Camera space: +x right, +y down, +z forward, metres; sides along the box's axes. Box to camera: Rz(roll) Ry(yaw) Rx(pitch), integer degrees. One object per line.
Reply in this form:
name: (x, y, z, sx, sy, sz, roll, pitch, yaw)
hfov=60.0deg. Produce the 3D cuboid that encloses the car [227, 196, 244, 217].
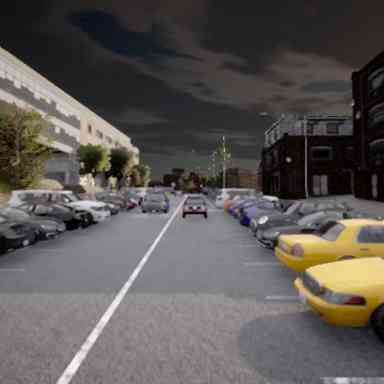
car: (4.755, 1.190, 20.180, 4.674, 1.452, 2.002, 0, 1, 0)

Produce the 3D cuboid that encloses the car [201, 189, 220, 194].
car: (5.057, -0.114, 91.751, 5.008, 1.535, 2.097, 0, 1, 0)

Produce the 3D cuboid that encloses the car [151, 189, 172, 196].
car: (-7.355, 0.103, 80.370, 4.792, 1.488, 2.163, 0, 1, 0)

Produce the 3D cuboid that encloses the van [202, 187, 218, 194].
van: (5.180, -0.366, 94.523, 4.442, 1.987, 1.878, 0, 0, 0)

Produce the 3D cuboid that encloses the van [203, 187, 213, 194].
van: (5.077, 0.051, 69.421, 4.442, 1.987, 1.878, 0, 1, 0)

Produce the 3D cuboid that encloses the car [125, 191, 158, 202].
car: (-7.449, 0.658, 49.645, 4.674, 1.452, 2.002, 0, 1, 0)

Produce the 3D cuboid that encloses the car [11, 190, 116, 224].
car: (-7.549, 0.912, 18.915, 5.566, 2.045, 2.435, 0, 1, 0)

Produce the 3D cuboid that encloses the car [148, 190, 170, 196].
car: (-7.377, 0.202, 74.782, 4.792, 1.488, 2.163, 0, 1, 0)

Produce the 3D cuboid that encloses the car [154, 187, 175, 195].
car: (-7.262, -0.326, 88.744, 5.566, 2.045, 2.435, 0, 1, 0)

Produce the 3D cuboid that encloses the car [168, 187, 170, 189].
car: (-7.350, 0.196, 66.399, 4.553, 1.767, 2.185, 0, 1, 0)

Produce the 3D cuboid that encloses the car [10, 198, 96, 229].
car: (-7.583, 1.212, 16.125, 5.008, 1.535, 2.097, 0, 1, 0)

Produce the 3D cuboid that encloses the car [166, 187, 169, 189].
car: (-7.388, 0.372, 63.610, 4.892, 1.521, 2.231, 0, 1, 0)

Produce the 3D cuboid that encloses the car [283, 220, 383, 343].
car: (4.512, 1.407, 5.490, 5.366, 1.575, 1.946, 0, 1, 0)

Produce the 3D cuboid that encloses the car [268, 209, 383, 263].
car: (4.894, 1.356, 8.427, 5.366, 1.575, 1.946, 0, 1, 0)

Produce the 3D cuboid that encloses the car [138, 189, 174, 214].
car: (-2.987, 0.872, 28.297, 2.097, 1.767, 4.553, 0, 1, 0)

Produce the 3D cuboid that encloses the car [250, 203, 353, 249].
car: (4.728, 1.305, 11.491, 4.892, 1.521, 2.231, 0, 1, 0)

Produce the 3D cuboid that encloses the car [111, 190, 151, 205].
car: (-7.455, 0.641, 41.262, 4.553, 1.767, 2.185, 0, 1, 0)

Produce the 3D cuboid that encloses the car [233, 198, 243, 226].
car: (4.775, 1.232, 17.241, 4.792, 1.488, 2.163, 0, 1, 0)

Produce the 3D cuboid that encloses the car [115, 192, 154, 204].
car: (-7.503, 0.747, 44.056, 4.792, 1.488, 2.163, 0, 1, 0)

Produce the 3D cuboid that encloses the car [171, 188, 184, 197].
car: (-2.723, 0.319, 68.914, 2.128, 1.511, 4.902, 0, 1, 0)

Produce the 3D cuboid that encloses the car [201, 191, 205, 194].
car: (0.265, 0.891, 41.393, 1.895, 1.301, 4.718, 0, 1, 0)

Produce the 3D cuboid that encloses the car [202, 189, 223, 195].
car: (5.214, -0.021, 86.043, 5.366, 1.575, 1.946, 0, 1, 0)

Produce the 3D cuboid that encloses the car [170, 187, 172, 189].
car: (-7.545, 0.219, 71.990, 5.366, 1.575, 1.946, 0, 1, 0)

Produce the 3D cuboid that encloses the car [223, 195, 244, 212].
car: (4.767, 1.136, 23.242, 4.674, 1.452, 2.002, 0, 1, 0)

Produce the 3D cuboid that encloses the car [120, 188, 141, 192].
car: (-7.552, 0.790, 32.883, 4.553, 1.767, 2.185, 0, 1, 0)

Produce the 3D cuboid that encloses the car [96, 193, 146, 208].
car: (-7.538, 0.895, 35.679, 4.792, 1.488, 2.163, 0, 1, 0)

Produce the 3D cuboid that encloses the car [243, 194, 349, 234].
car: (4.765, 1.129, 14.300, 4.553, 1.767, 2.185, 0, 1, 0)

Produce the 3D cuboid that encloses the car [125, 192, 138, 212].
car: (-7.502, 0.995, 30.090, 4.792, 1.488, 2.163, 0, 1, 0)

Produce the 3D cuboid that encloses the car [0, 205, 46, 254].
car: (-7.606, 1.315, 10.415, 4.892, 1.521, 2.231, 0, 1, 0)

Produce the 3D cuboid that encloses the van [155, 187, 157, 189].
van: (-7.580, 0.442, 46.848, 4.442, 1.987, 1.878, 0, 1, 0)

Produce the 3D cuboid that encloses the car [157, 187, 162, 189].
car: (-7.470, 0.443, 52.434, 4.553, 1.767, 2.185, 0, 1, 0)

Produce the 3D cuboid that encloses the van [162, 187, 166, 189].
van: (-7.300, 0.244, 58.019, 4.442, 1.987, 1.878, 0, 1, 0)

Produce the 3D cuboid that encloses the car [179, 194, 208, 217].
car: (0.201, 1.119, 25.559, 2.033, 1.411, 5.357, 0, 1, 0)

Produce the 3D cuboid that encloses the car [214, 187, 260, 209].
car: (4.822, 0.743, 28.987, 5.566, 2.045, 2.435, 0, 1, 0)

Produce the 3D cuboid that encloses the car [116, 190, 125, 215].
car: (-7.587, 0.941, 24.379, 4.553, 1.767, 2.185, 0, 1, 0)

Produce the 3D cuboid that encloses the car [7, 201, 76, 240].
car: (-7.607, 1.263, 13.333, 4.892, 1.521, 2.231, 0, 1, 0)
